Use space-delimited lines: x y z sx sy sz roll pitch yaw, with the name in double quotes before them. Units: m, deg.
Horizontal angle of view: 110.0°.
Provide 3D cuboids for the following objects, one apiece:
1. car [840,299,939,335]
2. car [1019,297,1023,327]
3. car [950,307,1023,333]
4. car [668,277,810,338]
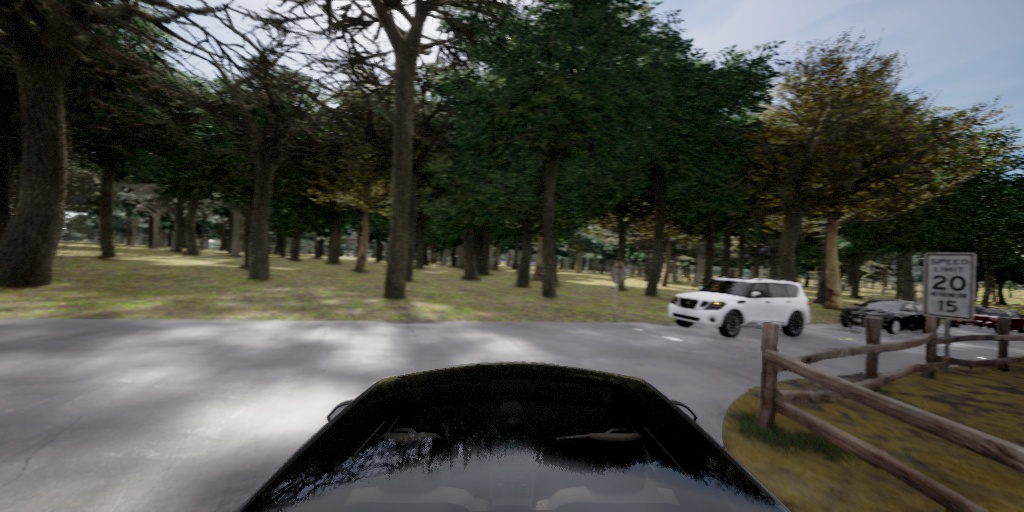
"car" 17.980 2.792 17.087 5.008 1.535 1.882 4 -1 -21
"car" 38.065 4.057 24.587 5.566 2.045 2.150 5 -1 -17
"car" 27.533 3.639 20.679 4.718 1.301 1.895 4 -1 -20
"car" 8.631 1.828 13.546 5.566 2.045 2.150 4 -1 -21
